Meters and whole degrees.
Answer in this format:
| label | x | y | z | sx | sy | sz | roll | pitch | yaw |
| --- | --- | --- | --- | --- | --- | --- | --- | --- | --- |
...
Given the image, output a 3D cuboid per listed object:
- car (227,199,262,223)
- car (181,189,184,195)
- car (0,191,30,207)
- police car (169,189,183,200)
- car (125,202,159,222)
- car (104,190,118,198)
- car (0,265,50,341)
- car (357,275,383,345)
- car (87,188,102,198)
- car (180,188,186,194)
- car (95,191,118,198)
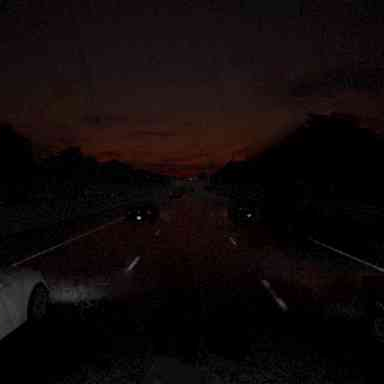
| label | x | y | z | sx | sy | sz | roll | pitch | yaw |
| --- | --- | --- | --- | --- | --- | --- | --- | --- | --- |
| car | 3.599 | 1.249 | 23.342 | 2.128 | 1.511 | 4.902 | 0 | 1 | 0 |
| car | -3.502 | 0.643 | 78.094 | 2.033 | 1.411 | 5.357 | 0 | 1 | 0 |
| car | -17.583 | 0.895 | 31.544 | 2.150 | 2.045 | 5.566 | 0 | 0 | 0 |
| police car | -3.502 | 0.754 | 67.095 | 2.038 | 1.542 | 4.974 | 0 | 1 | 0 |
| car | -3.401 | 1.357 | 23.612 | 1.895 | 1.301 | 4.718 | 0 | 1 | 0 |
| car | -17.502 | 0.449 | 72.201 | 1.882 | 1.535 | 5.008 | 0 | 1 | 0 |
| car | -3.400 | 1.486 | 3.908 | 1.812 | 1.442 | 4.674 | 0 | 1 | 0 |
| car | 3.599 | 1.566 | 3.257 | 1.895 | 1.301 | 4.718 | 0 | 1 | 0 |
| car | -21.002 | 0.197 | 72.168 | 2.150 | 2.045 | 5.566 | 0 | 1 | 0 |
| car | -3.502 | 0.281 | 89.060 | 2.097 | 1.767 | 4.553 | 0 | 1 | 0 |
| car | -14.030 | 0.945 | 55.509 | 2.033 | 1.411 | 5.357 | 0 | 1 | 1 |
